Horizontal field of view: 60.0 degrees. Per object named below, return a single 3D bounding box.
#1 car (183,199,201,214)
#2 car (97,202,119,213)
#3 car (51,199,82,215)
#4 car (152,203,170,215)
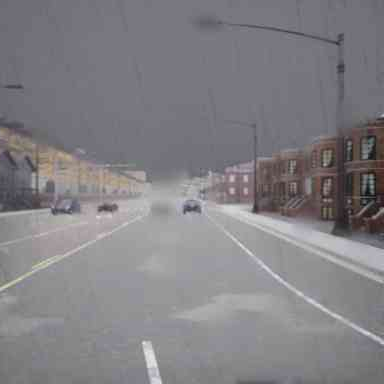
[{"bbox_3d":[-0.033,1.670,39.680,2.097,1.767,4.553,0,0,-2],"label":"car"},{"bbox_3d":[-10.697,1.924,42.366,1.895,1.301,4.718,0,0,-1],"label":"car"},{"bbox_3d":[-14.139,1.631,37.571,2.097,1.767,4.553,0,0,-1],"label":"car"},{"bbox_3d":[-3.508,1.905,38.453,1.895,1.301,4.718,0,0,-1],"label":"car"}]
